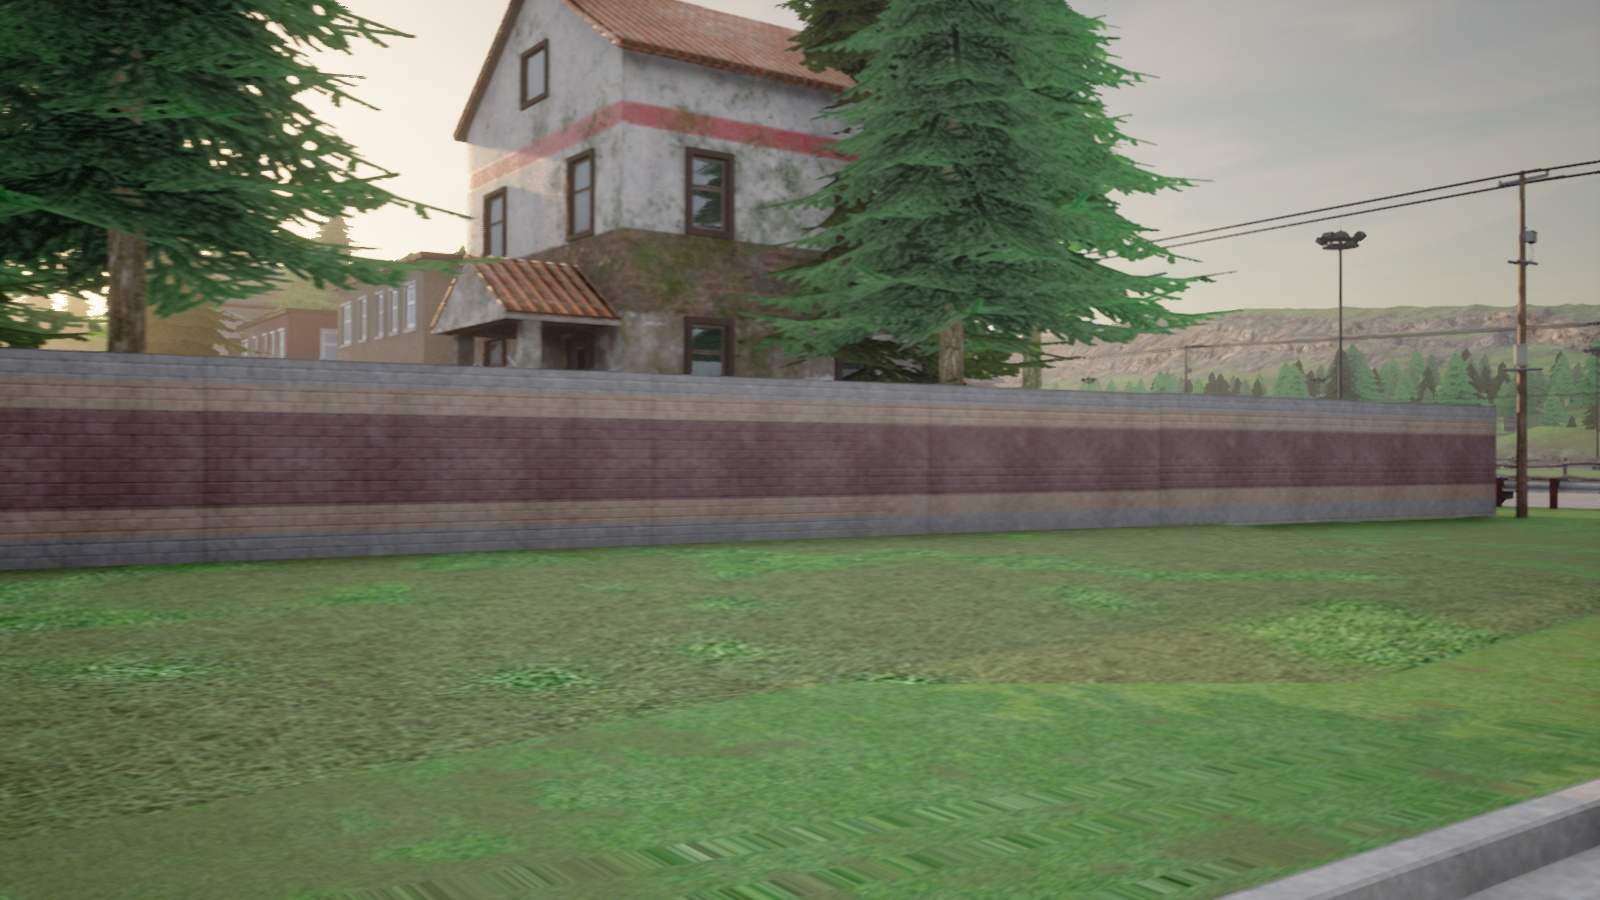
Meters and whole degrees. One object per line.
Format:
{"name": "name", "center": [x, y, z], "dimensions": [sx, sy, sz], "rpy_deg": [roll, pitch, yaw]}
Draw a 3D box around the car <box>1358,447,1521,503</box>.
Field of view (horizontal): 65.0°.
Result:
{"name": "car", "center": [19.315, 0.721, 38.074], "dimensions": [1.851, 1.617, 3.988], "rpy_deg": [0, 0, -35]}
